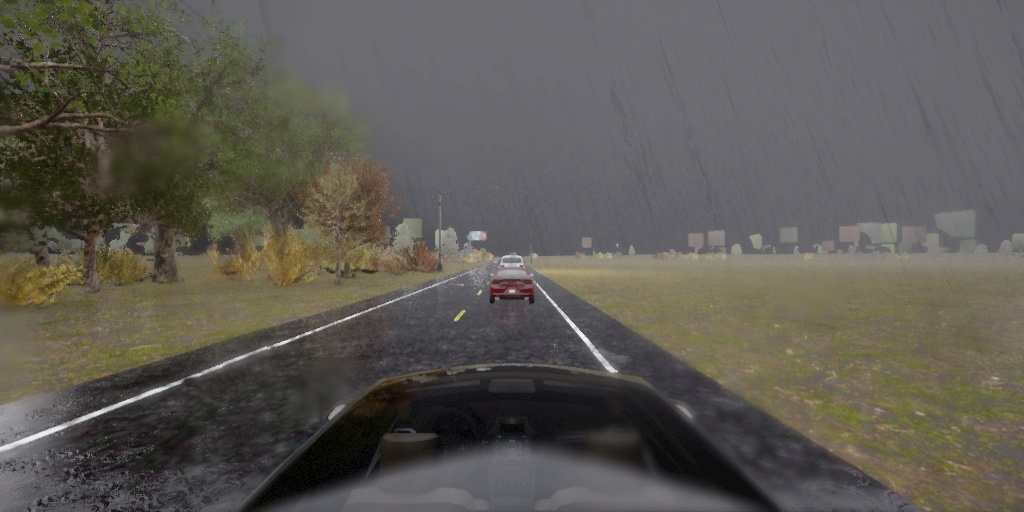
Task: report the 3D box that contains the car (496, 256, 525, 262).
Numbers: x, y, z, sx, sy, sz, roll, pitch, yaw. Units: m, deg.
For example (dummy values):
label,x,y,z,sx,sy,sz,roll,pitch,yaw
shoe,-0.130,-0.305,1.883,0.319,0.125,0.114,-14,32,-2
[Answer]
label,x,y,z,sx,sy,sz,roll,pitch,yaw
car,0.000,1.005,31.530,2.150,2.045,5.566,0,0,0

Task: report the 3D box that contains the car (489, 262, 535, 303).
label,x,y,z,sx,sy,sz,roll,pitch,yaw
car,0.000,1.232,16.500,1.882,1.535,5.008,0,0,0
